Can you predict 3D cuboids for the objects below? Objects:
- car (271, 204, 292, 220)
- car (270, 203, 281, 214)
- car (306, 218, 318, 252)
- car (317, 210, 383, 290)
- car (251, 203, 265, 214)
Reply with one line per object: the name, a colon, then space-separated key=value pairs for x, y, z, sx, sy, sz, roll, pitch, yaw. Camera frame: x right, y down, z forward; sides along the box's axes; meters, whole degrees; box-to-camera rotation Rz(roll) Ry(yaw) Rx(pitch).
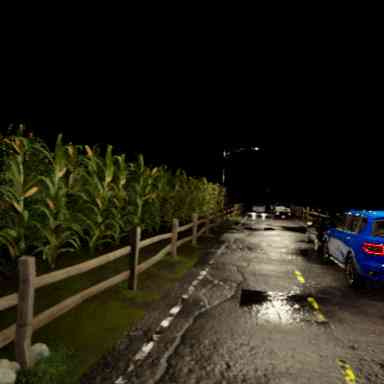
car: x=10.548 y=2.456 z=38.719 sx=1.895 sy=1.301 sz=4.718 roll=2 pitch=-1 yaw=12
car: x=13.070 y=2.465 z=51.185 sx=2.097 sy=1.767 sz=4.553 roll=2 pitch=-1 yaw=12
car: x=6.662 y=1.920 z=15.796 sx=1.882 sy=1.535 sz=5.008 roll=2 pitch=-1 yaw=12
car: x=5.475 y=1.559 z=9.951 sx=2.150 sy=2.045 sz=5.566 roll=2 pitch=-1 yaw=12
car: x=10.389 y=2.527 z=51.821 sx=1.812 sy=1.442 sz=4.674 roll=2 pitch=-1 yaw=12
